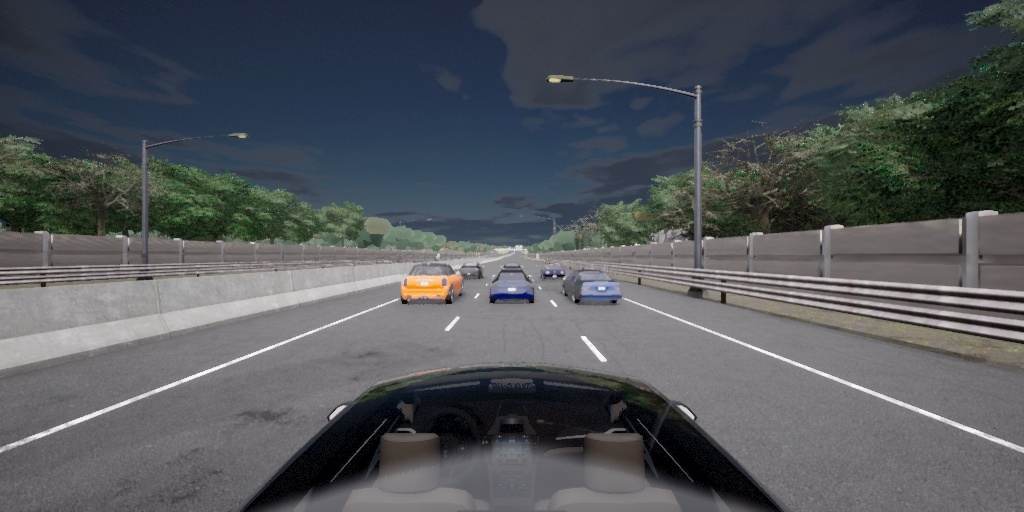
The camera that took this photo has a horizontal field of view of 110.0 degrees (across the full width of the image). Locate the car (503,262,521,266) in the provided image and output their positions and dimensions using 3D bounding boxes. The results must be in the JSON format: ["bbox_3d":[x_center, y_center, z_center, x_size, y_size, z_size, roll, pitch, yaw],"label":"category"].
[{"bbox_3d":[0.000,1.249,31.505,2.128,1.511,4.902,0,0,0],"label":"car"}]

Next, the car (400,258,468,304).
[{"bbox_3d":[-3.500,1.116,16.472,2.097,1.767,4.553,0,0,0],"label":"car"}]

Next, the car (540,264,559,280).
[{"bbox_3d":[3.500,1.370,31.535,1.895,1.301,4.718,0,0,0],"label":"car"}]

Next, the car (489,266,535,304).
[{"bbox_3d":[0.000,1.322,16.503,1.994,1.385,4.181,0,0,0],"label":"car"}]

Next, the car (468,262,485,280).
[{"bbox_3d":[-3.500,1.249,31.505,2.128,1.511,4.902,0,0,0],"label":"car"}]

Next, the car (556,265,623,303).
[{"bbox_3d":[3.500,1.313,16.503,2.033,1.411,5.357,0,0,0],"label":"car"}]
